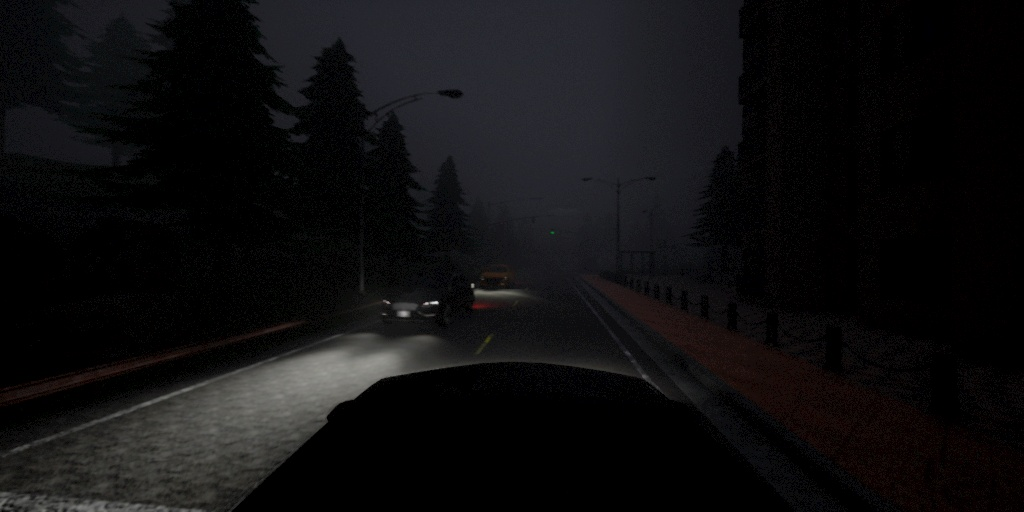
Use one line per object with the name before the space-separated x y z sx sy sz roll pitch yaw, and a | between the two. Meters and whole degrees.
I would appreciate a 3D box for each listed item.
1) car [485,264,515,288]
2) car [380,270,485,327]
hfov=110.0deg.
car | -0.904 1.321 24.820 1.882 1.535 5.008 1 1 7
car | -2.529 1.260 11.784 2.128 1.511 4.902 1 0 7
